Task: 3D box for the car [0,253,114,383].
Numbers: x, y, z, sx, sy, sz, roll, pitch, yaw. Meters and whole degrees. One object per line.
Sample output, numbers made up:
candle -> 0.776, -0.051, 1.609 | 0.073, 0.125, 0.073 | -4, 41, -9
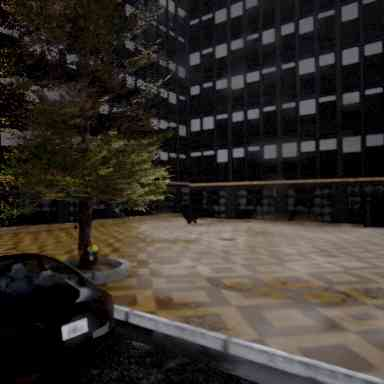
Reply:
car -> -3.020, 1.611, 4.993 | 4.313, 1.339, 1.947 | -1, -1, 35
